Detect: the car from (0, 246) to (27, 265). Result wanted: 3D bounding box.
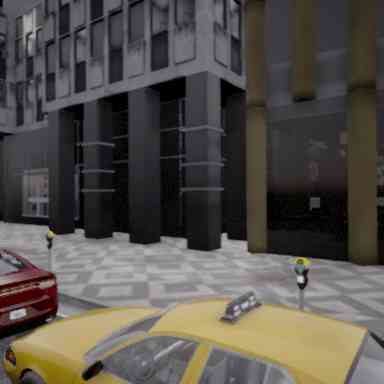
[{"bbox_3d":[-4.271,1.613,6.002,4.507,1.381,1.887,-1,0,35],"label":"car"}]

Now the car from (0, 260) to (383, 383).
[{"bbox_3d":[0.184,1.539,2.829,4.829,1.417,1.752,-1,0,35],"label":"car"}]
